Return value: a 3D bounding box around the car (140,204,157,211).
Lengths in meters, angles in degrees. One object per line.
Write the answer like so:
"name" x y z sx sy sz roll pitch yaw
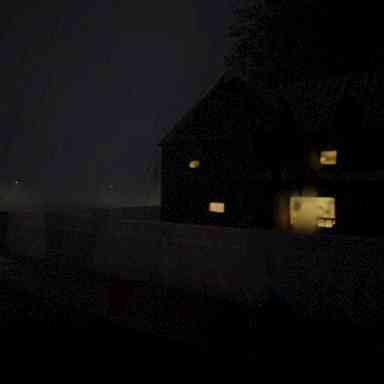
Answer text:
"car" -5.434 2.207 44.072 1.895 1.301 4.718 1 0 20
